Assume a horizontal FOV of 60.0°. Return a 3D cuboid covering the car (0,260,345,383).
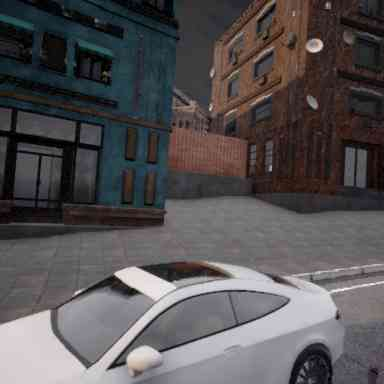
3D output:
[{"bbox_3d":[-0.346,1.535,3.435,4.674,1.442,1.812,0,-1,-32],"label":"car"}]
